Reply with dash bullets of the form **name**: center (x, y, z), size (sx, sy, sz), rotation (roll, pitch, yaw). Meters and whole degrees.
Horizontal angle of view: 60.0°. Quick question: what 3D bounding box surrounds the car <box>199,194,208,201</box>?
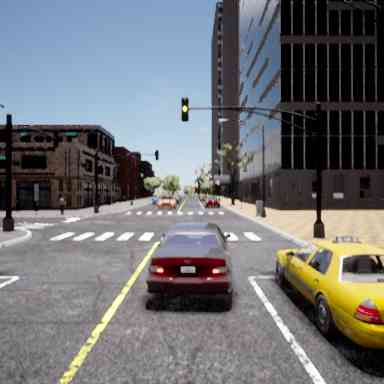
- **car**: center (2.682, 1.270, 77.540), size (1.752, 1.417, 4.829), rotation (1, 0, 0)

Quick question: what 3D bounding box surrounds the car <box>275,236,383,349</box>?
- **car**: center (2.837, 1.503, 6.383), size (1.752, 1.417, 4.829), rotation (1, 0, 0)

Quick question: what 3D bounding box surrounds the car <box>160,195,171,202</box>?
- **car**: center (-5.697, 1.329, 71.845), size (1.947, 1.339, 4.313), rotation (1, 0, 0)

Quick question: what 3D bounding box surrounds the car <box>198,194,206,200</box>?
- **car**: center (2.679, 1.254, 88.440), size (1.887, 1.381, 4.507), rotation (1, 0, 0)

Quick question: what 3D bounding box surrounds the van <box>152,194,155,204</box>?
- **van**: center (-5.690, 1.158, 55.241), size (1.690, 1.788, 3.998), rotation (1, 0, 0)

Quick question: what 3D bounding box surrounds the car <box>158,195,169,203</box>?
- **car**: center (-5.696, 1.363, 66.311), size (1.802, 1.307, 4.206), rotation (1, 0, 0)

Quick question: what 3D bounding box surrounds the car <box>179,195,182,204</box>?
- **car**: center (-3.090, 1.415, 56.076), size (1.895, 1.301, 4.718), rotation (0, 0, 0)

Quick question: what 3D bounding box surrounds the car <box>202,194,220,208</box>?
- **car**: center (2.692, 1.293, 44.160), size (1.967, 1.590, 4.097), rotation (1, 0, 0)

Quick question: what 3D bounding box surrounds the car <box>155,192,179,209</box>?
- **car**: center (-3.104, 1.213, 41.894), size (2.097, 1.767, 4.553), rotation (0, 0, 0)

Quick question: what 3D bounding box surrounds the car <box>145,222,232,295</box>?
- **car**: center (0.073, 1.517, 8.833), size (2.033, 1.411, 5.357), rotation (0, 0, 3)

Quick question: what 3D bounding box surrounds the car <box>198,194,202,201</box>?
- **car**: center (2.684, 1.288, 72.005), size (1.752, 1.417, 4.829), rotation (1, 0, 0)

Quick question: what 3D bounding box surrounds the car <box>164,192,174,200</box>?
- **car**: center (-5.696, 1.042, 82.913), size (2.192, 1.841, 5.009), rotation (1, 0, 0)

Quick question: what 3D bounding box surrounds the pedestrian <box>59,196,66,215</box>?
- **pedestrian**: center (-12.552, 1.250, 32.151), size (0.375, 1.860, 0.375), rotation (0, 0, 1)
